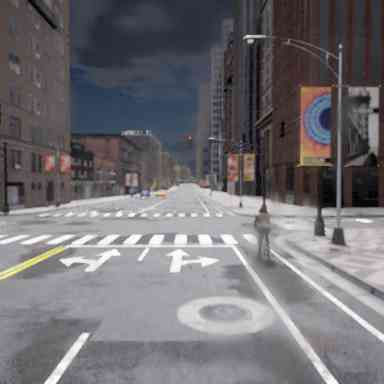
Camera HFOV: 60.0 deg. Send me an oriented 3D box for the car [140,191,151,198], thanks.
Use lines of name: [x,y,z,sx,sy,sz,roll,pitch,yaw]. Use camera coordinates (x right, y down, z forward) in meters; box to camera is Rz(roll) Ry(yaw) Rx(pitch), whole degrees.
car: [-9.879,0.425,70.360,1.812,1.442,4.674,0,1,0]

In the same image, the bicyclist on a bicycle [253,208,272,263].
bicyclist on a bicycle: [2.230,1.340,10.481,0.582,1.620,1.656,0,0,0]

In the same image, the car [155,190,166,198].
car: [-6.629,0.378,70.366,1.882,1.535,5.008,0,1,0]
